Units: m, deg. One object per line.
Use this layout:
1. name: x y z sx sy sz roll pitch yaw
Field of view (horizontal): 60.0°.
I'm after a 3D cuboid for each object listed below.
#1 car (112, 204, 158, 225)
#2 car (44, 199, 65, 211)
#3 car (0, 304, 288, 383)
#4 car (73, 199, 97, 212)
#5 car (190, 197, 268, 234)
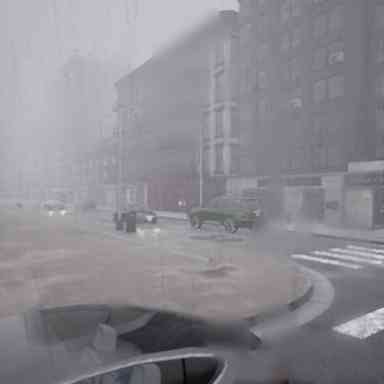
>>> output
1. car: -4.264 1.622 24.409 2.128 1.511 4.902 0 0 -35
2. car: -18.417 1.728 44.409 1.812 1.442 4.674 0 -1 -35
3. car: -1.251 1.566 1.920 4.313 1.339 1.947 0 0 -36
4. car: -13.803 1.707 42.873 1.837 1.490 4.892 0 0 -35
5. car: 2.112 1.345 20.548 2.150 2.045 5.566 0 0 -35
